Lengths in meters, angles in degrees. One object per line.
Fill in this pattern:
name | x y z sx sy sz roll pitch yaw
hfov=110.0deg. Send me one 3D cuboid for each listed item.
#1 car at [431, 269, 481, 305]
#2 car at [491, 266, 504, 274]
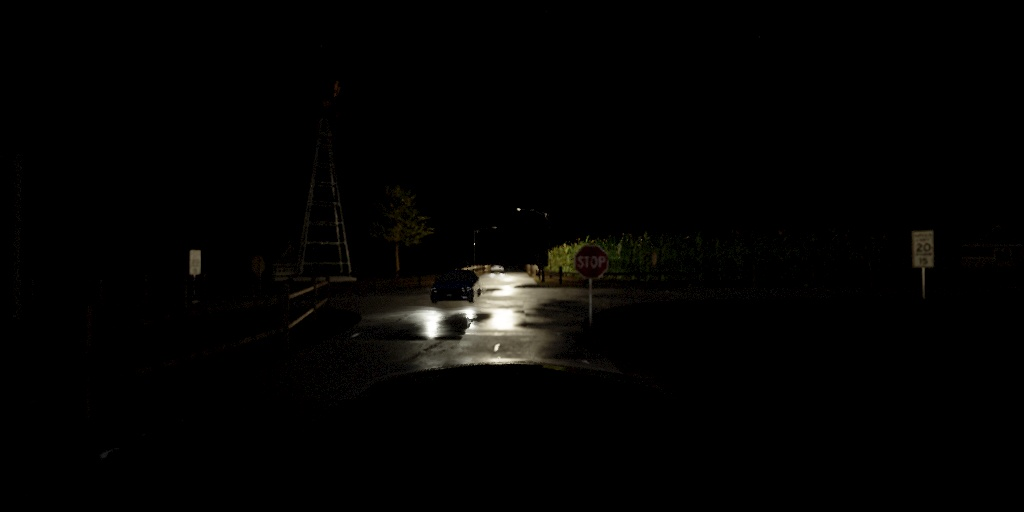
car | -2.641 1.420 17.704 1.882 1.535 5.008 -1 -1 0
car | -2.311 2.161 57.093 1.895 1.301 4.718 0 -1 0
